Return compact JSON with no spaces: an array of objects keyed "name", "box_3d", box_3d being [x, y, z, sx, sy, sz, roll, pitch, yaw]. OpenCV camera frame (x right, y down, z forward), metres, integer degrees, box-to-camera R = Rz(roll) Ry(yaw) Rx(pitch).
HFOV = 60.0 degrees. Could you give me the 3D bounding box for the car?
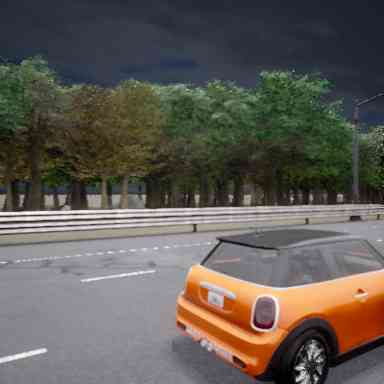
[{"name":"car","box_3d":[2.066,1.388,5.371,4.553,1.767,2.097,1,0,-34]}]
